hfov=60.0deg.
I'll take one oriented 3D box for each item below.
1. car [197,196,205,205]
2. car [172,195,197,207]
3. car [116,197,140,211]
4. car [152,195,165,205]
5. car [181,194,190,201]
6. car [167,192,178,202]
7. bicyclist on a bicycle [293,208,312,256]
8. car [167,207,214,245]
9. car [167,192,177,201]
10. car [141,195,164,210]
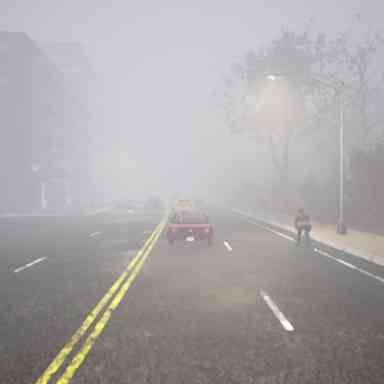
[{"bbox_3d":[0.952,1.427,56.108,1.994,1.385,4.181,0,0,-5],"label":"car"},{"bbox_3d":[-0.812,1.404,33.662,1.882,1.535,5.008,0,0,-3],"label":"car"},{"bbox_3d":[-7.850,1.463,39.950,2.033,1.411,5.357,0,0,-3],"label":"car"},{"bbox_3d":[-5.919,1.355,58.567,2.128,1.511,4.902,0,0,-4],"label":"car"},{"bbox_3d":[-1.609,1.318,80.794,1.812,1.442,4.674,0,0,-7],"label":"car"},{"bbox_3d":[-3.715,1.183,70.334,2.097,1.767,4.553,0,0,-6],"label":"car"},{"bbox_3d":[3.998,1.426,12.023,0.582,1.620,1.656,0,0,-1],"label":"bicyclist on a bicycle"},{"bbox_3d":[-0.118,1.568,15.455,1.895,1.301,4.718,0,0,-1],"label":"car"},{"bbox_3d":[-4.858,1.020,80.584,2.150,2.045,5.566,0,0,-7],"label":"car"},{"bbox_3d":[-4.636,1.264,40.567,2.097,1.767,4.553,0,0,-3],"label":"car"}]
